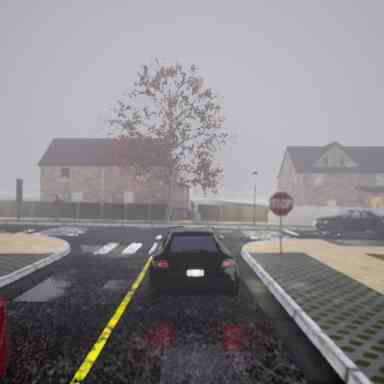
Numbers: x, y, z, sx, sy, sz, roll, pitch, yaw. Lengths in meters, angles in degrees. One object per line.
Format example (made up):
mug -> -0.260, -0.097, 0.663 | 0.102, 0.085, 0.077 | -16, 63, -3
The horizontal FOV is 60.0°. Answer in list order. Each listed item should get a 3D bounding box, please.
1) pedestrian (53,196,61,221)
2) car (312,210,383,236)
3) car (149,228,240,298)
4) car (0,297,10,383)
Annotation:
pedestrian -> -9.745, 1.166, 23.974 | 0.375, 1.860, 0.375 | 0, -2, 0
car -> 10.233, 1.908, 21.218 | 4.902, 1.511, 2.128 | 1, -1, 0
car -> -0.028, 1.619, 8.733 | 1.994, 1.385, 4.181 | 0, 0, -3
car -> -2.868, 1.487, 1.480 | 1.882, 1.535, 5.008 | 0, 0, 0
